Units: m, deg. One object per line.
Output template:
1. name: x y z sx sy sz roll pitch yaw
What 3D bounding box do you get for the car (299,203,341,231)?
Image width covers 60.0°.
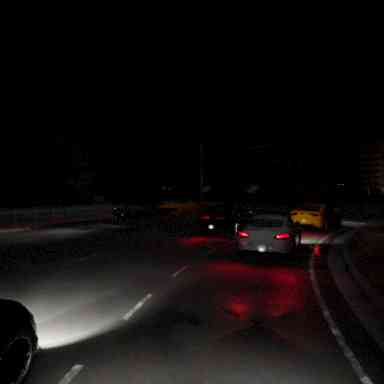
1. car: 7.568 1.408 20.154 1.882 1.535 5.008 0 0 37

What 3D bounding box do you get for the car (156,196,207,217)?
1. car: -0.387 0.977 21.663 1.882 1.535 5.008 0 0 33

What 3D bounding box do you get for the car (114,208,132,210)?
1. car: -3.350 1.174 23.528 1.895 1.301 4.718 0 0 33

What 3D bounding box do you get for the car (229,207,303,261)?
1. car: 2.899 1.475 12.142 1.812 1.442 4.674 0 0 21

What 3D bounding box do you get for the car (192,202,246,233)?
1. car: 2.101 1.420 18.272 1.837 1.490 4.892 0 1 29

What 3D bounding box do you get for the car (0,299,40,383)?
1. car: -3.012 1.536 2.524 1.994 1.385 4.181 0 0 4
